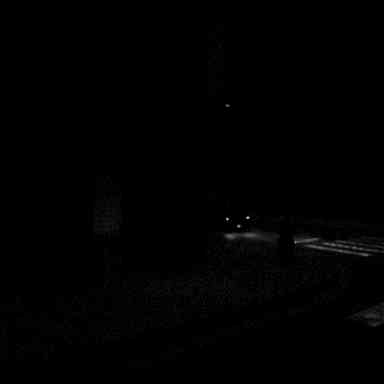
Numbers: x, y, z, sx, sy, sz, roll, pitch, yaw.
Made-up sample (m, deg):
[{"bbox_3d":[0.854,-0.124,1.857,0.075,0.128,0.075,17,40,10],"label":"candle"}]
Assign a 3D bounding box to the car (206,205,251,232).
[{"bbox_3d":[1.135,1.429,18.905,1.895,1.301,4.718,0,0,-36],"label":"car"}]
